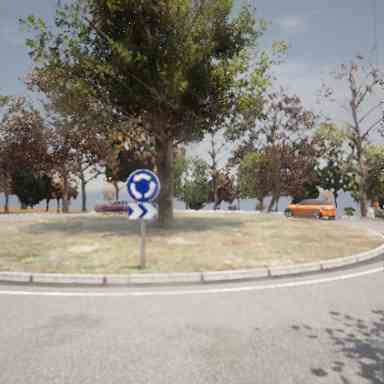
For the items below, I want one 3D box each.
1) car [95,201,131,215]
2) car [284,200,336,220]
[{"bbox_3d":[-8.125,1.662,35.934,4.674,1.442,1.812,0,-1,-19],"label":"car"},{"bbox_3d":[10.672,1.492,30.412,2.097,1.767,4.553,0,0,-32],"label":"car"}]
